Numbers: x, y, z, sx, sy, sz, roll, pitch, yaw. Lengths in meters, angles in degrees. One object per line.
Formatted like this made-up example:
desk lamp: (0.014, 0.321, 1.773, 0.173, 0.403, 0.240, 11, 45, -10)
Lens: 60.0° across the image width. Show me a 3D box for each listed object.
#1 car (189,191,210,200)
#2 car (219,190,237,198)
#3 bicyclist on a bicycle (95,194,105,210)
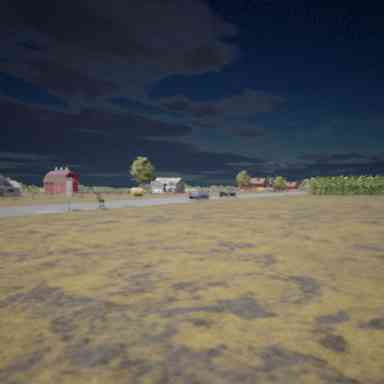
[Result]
car: (1.257, 0.538, 56.464, 1.994, 1.385, 4.181, 1, 2, 36)
car: (6.996, 0.287, 64.623, 1.837, 1.490, 4.892, 1, 2, 35)
bicyclist on a bicycle: (-9.550, 1.032, 34.424, 1.656, 1.620, 0.582, 0, 1, 35)
